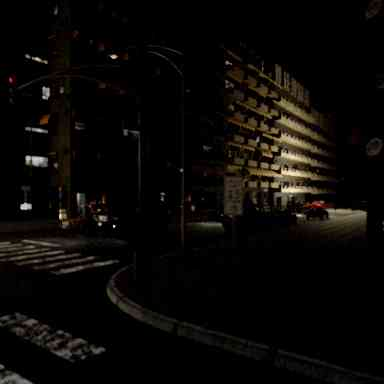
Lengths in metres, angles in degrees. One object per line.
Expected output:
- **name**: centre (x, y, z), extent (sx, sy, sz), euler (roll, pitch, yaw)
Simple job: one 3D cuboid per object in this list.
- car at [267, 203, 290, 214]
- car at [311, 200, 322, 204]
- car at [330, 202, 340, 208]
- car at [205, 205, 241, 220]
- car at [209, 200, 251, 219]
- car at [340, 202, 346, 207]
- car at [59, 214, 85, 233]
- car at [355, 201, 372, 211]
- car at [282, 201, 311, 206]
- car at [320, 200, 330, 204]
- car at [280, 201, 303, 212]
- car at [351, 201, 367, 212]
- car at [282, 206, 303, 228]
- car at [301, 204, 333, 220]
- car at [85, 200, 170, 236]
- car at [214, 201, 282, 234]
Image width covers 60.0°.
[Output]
- **car**: centre (13.096, 2.453, 49.923), extent (1.752, 1.417, 4.829), euler (-1, -2, 35)
- **car**: centre (22.921, 2.777, 63.994), extent (1.887, 1.381, 4.507), euler (-1, -2, 35)
- **car**: centre (32.646, 3.072, 77.926), extent (1.887, 1.381, 4.507), euler (-1, -2, 35)
- **car**: centre (3.468, 2.171, 36.130), extent (1.887, 1.381, 4.507), euler (-1, -2, 35)
- **car**: centre (4.345, 1.800, 32.826), extent (2.150, 2.045, 5.566), euler (0, -1, 36)
- **car**: centre (39.131, 3.287, 87.215), extent (1.947, 1.339, 4.313), euler (-1, -2, 35)
- **car**: centre (-6.355, 1.841, 22.059), extent (1.752, 1.417, 4.829), euler (-1, -2, 35)
- **car**: centre (33.040, 2.624, 63.915), extent (2.192, 1.841, 5.009), euler (-1, -2, 35)
- **car**: centre (15.249, 2.427, 48.297), extent (1.837, 1.490, 4.892), euler (0, -2, 35)
- **car**: centre (26.160, 2.646, 68.643), extent (2.192, 1.841, 5.009), euler (-1, -2, 35)
- **car**: centre (16.435, 2.347, 54.712), extent (2.192, 1.841, 5.009), euler (-1, -2, 35)
- **car**: centre (29.797, 2.525, 59.271), extent (2.192, 1.841, 5.009), euler (-1, -2, 35)
- **car**: centre (7.106, 2.047, 26.759), extent (1.887, 1.381, 4.507), euler (-1, -2, 35)
- **car**: centre (13.590, 2.287, 36.045), extent (1.802, 1.307, 4.206), euler (-1, -2, 35)
- **car**: centre (-3.690, 1.546, 21.331), extent (2.150, 2.045, 5.566), euler (0, -1, 35)
- **car**: centre (3.862, 1.715, 22.121), extent (2.192, 1.841, 5.009), euler (-1, -2, 35)
